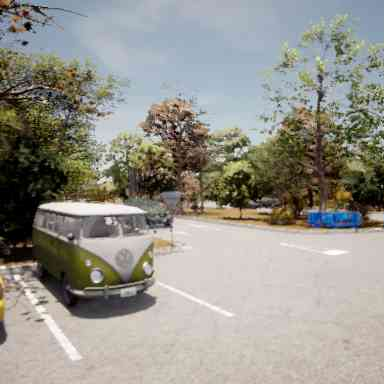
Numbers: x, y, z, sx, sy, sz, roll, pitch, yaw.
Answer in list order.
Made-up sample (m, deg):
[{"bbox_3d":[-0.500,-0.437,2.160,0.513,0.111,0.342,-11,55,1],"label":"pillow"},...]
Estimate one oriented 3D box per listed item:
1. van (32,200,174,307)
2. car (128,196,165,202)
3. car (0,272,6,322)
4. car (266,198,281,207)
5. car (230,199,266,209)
[{"bbox_3d":[-2.455,1.265,7.925,1.878,1.987,4.442,0,0,-36],"label":"van"},{"bbox_3d":[-3.566,1.610,25.772,2.150,2.045,5.566,-2,2,-35],"label":"car"},{"bbox_3d":[-4.905,1.476,6.546,1.946,1.575,5.366,0,0,-36],"label":"car"},{"bbox_3d":[11.578,1.656,49.762,2.128,1.511,4.902,-2,2,-36],"label":"car"},{"bbox_3d":[7.971,1.763,49.498,2.033,1.411,5.357,-2,2,-35],"label":"car"}]
